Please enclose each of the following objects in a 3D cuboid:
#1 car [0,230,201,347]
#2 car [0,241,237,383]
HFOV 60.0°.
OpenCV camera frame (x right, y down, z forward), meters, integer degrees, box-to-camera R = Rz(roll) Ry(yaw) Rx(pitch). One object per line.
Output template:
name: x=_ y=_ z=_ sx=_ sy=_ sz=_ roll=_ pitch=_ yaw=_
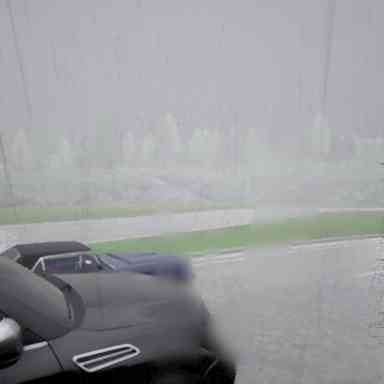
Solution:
car: x=-2.285 y=1.623 z=6.396 sx=4.718 sy=1.301 sz=1.895 roll=0 pitch=0 yaw=-35
car: x=-2.258 y=1.228 z=2.143 sx=5.566 sy=2.045 sz=2.150 roll=0 pitch=0 yaw=-35
